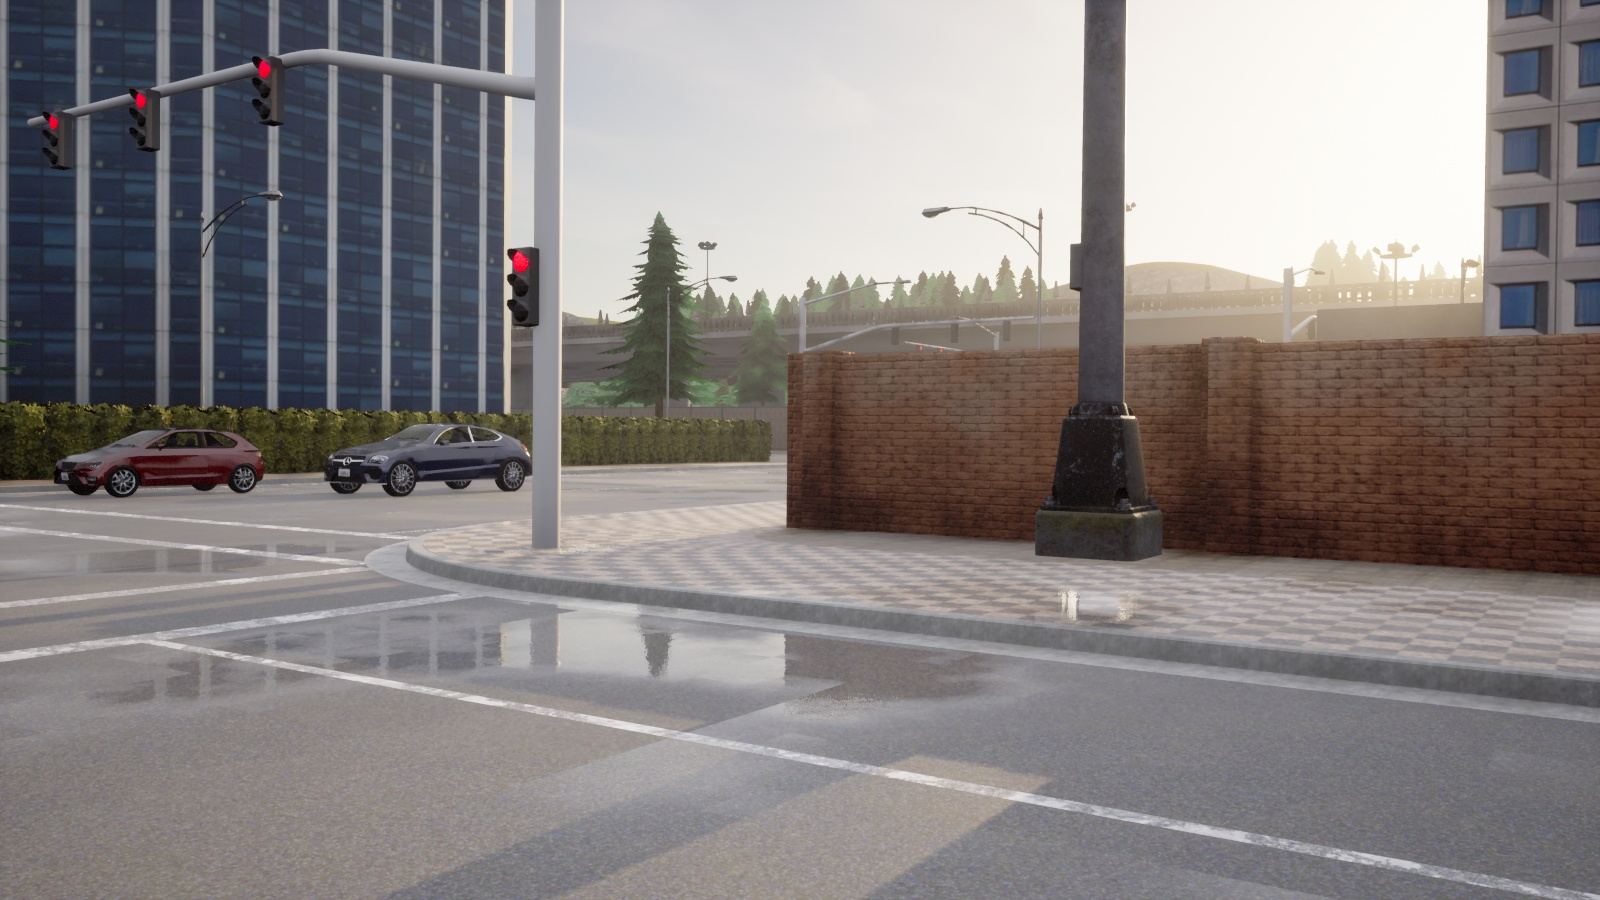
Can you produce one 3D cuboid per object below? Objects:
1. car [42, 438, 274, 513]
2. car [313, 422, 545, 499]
[{"bbox_3d":[-14.023,0.494,27.653,1.816,1.474,4.193,0,1,33],"label":"car"},{"bbox_3d":[-8.596,0.184,29.564,2.152,1.651,5.027,0,1,33],"label":"car"}]
